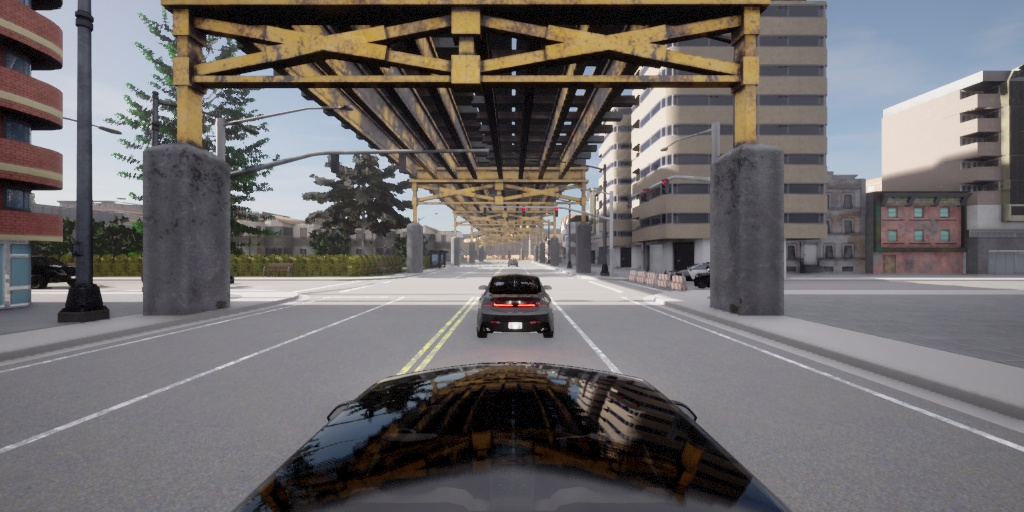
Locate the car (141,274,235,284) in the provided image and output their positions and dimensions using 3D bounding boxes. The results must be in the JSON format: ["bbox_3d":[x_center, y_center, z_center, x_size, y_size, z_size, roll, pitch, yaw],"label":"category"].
[{"bbox_3d":[-20.032,1.255,22.275,4.892,1.490,1.837,0,0,0],"label":"car"}]

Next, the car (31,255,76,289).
[{"bbox_3d":[-30.046,0.971,22.336,5.566,2.045,2.150,0,0,0],"label":"car"}]

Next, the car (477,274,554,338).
[{"bbox_3d":[0.088,1.255,10.160,1.837,1.490,4.892,0,0,0],"label":"car"}]
